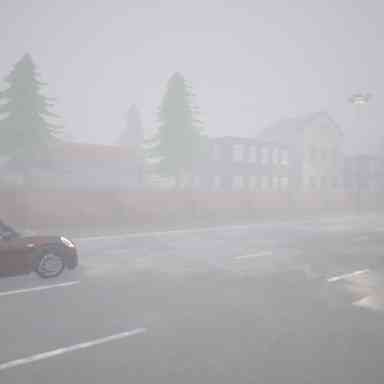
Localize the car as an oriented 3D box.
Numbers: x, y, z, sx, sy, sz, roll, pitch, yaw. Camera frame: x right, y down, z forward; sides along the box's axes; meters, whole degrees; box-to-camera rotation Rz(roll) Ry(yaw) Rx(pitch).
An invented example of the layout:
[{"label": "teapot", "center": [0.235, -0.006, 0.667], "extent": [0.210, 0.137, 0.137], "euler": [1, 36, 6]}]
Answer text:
[{"label": "car", "center": [-5.348, 1.353, 8.531], "extent": [4.553, 1.767, 2.097], "euler": [0, 0, -35]}]
